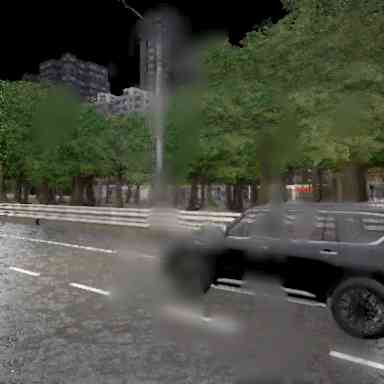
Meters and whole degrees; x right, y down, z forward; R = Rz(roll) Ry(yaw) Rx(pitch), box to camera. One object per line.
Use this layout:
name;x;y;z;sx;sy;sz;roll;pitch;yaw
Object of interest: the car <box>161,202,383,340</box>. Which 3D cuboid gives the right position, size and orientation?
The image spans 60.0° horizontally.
car;1.940;1.222;6.786;5.566;2.045;2.150;0;0;36
